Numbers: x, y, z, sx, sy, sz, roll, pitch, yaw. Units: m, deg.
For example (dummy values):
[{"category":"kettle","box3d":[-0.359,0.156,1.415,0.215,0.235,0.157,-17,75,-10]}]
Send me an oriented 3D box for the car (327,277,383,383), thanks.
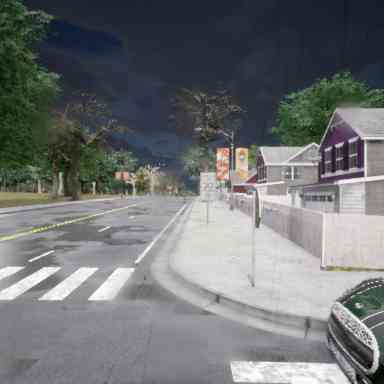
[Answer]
[{"category":"car","box3d":[4.028,1.417,3.778,4.553,1.767,2.097,0,-1,5]}]
